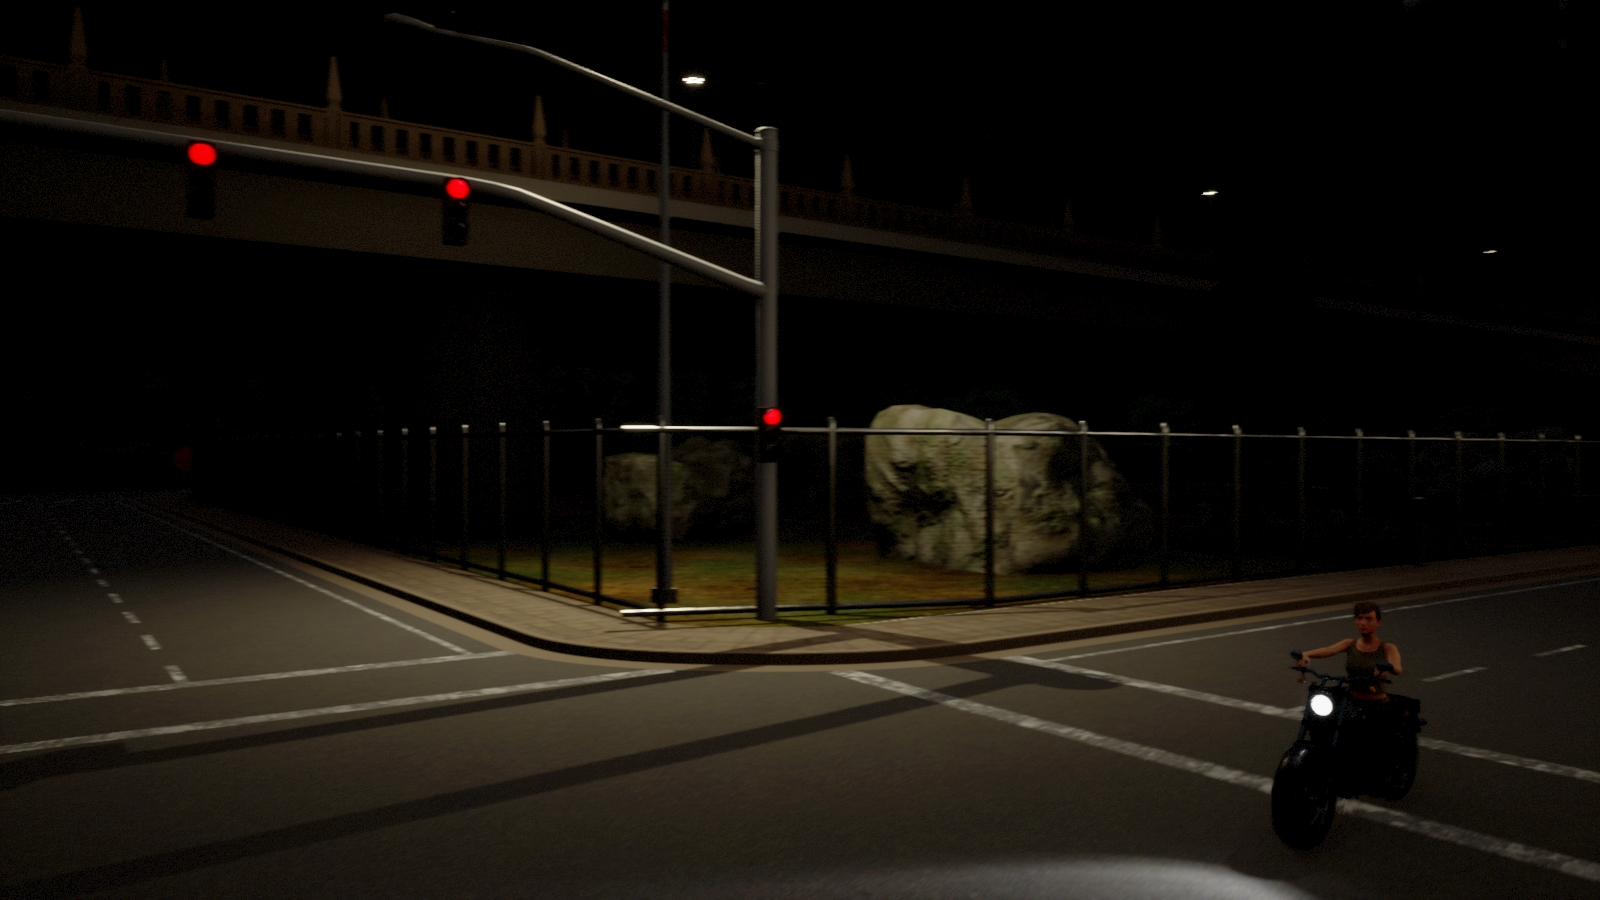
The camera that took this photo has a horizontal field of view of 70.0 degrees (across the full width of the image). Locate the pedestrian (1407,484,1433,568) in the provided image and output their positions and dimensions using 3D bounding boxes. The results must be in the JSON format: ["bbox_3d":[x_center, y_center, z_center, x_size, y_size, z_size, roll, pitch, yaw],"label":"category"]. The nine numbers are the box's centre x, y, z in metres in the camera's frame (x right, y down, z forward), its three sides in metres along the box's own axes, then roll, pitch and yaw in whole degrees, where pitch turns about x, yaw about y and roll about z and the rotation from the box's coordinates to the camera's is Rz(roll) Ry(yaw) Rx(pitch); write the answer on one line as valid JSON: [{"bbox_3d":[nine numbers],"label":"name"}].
[{"bbox_3d":[13.982,1.702,25.779,0.375,1.860,0.375,0,0,-33],"label":"pedestrian"}]

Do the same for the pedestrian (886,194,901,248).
[{"bbox_3d":[3.367,-8.259,41.262,0.375,1.860,0.375,0,0,-35],"label":"pedestrian"}]

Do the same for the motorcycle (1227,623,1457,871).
[{"bbox_3d":[4.160,2.131,8.656,2.356,1.307,0.764,0,0,-43],"label":"motorcycle"}]
